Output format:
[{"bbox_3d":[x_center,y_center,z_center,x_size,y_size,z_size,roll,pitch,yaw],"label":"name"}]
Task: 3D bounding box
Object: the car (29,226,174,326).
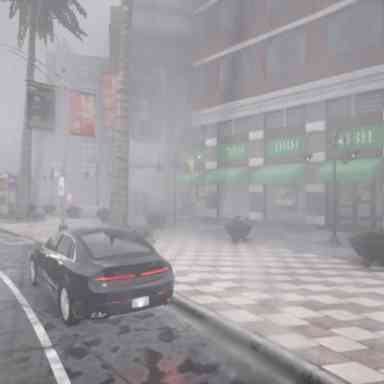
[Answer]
[{"bbox_3d":[-2.225,1.503,7.271,1.837,1.490,4.892,0,0,-36],"label":"car"}]
